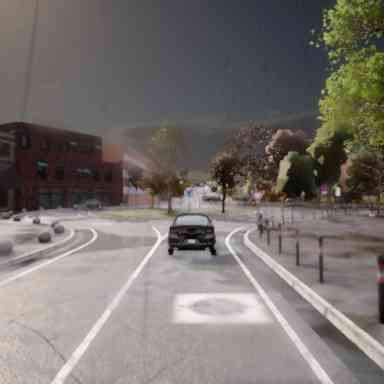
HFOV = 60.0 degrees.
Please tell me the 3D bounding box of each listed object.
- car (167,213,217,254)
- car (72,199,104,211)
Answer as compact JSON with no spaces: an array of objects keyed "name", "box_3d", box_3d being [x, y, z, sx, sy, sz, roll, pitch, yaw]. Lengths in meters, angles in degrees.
[{"name":"car","box_3d":[0.050,1.651,14.476,1.882,1.535,5.008,0,0,2]},{"name":"car","box_3d":[-14.008,1.729,45.098,2.128,1.511,4.902,0,0,26]}]
